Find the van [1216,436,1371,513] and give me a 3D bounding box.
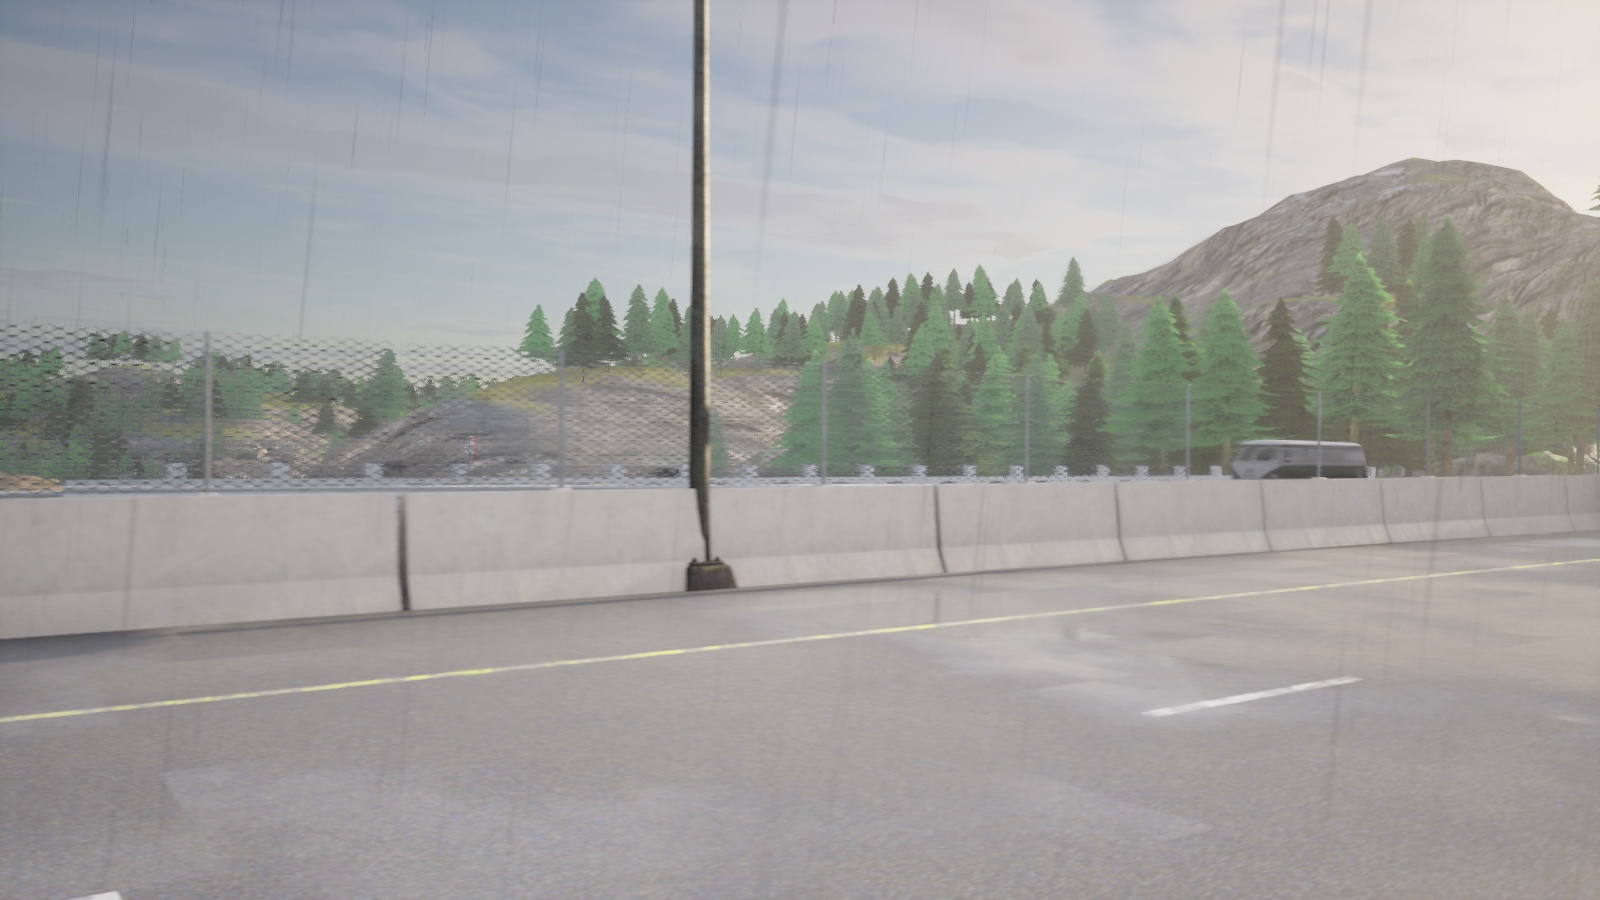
[{"bbox_3d":[13.573,0.657,34.428,4.442,1.987,1.775,1,-1,-35],"label":"van"}]
